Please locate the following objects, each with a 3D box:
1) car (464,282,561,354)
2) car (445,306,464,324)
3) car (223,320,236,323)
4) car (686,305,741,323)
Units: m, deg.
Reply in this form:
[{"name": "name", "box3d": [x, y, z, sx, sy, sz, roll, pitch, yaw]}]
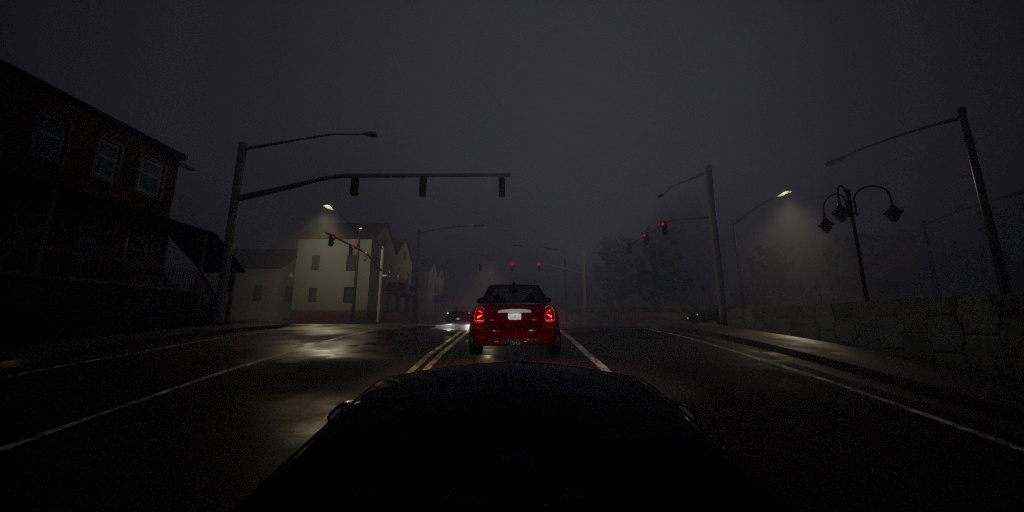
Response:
[{"name": "car", "box3d": [0.060, 1.564, 10.045, 2.097, 1.767, 4.553, -1, -6, 0]}, {"name": "car", "box3d": [-3.608, 4.321, 26.297, 1.895, 1.301, 4.718, 0, -11, 0]}, {"name": "car", "box3d": [-19.894, 5.152, 24.880, 5.008, 1.535, 1.882, -9, -10, 0]}, {"name": "car", "box3d": [16.307, 4.622, 28.275, 4.902, 1.511, 2.128, 0, -10, 1]}]
